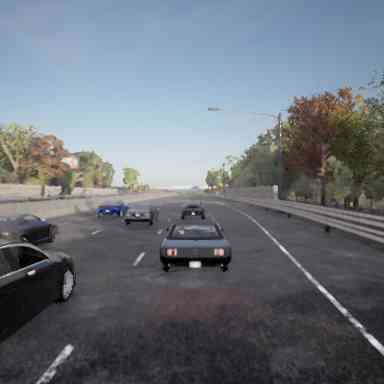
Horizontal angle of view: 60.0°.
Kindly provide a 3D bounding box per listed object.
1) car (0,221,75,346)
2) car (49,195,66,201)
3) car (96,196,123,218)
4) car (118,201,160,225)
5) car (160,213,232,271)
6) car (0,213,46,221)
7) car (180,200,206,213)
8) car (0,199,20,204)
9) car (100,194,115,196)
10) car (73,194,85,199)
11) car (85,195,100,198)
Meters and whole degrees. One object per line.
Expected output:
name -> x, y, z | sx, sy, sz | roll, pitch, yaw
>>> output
car -> -3.415, 1.491, 5.231 | 1.837, 1.490, 4.892 | 0, 1, 0
car -> -28.009, 1.330, 69.487 | 1.882, 1.535, 5.008 | 0, 0, 0
car -> -6.906, 1.400, 29.715 | 1.882, 1.535, 5.008 | 0, 0, 0
car -> -3.407, 1.484, 23.333 | 2.033, 1.411, 5.357 | 0, 0, 0
car -> 0.095, 1.570, 10.767 | 1.895, 1.301, 4.718 | 0, 0, 0
car -> -6.905, 1.526, 13.141 | 1.994, 1.385, 4.181 | 0, 0, 0
car -> 0.093, 1.431, 28.237 | 1.837, 1.490, 4.892 | 0, 0, 0
car -> -17.598, 1.424, 30.896 | 1.837, 1.490, 4.892 | 0, 0, 0
car -> -17.510, 1.201, 71.348 | 1.882, 1.535, 5.008 | 0, 0, 0
car -> -24.510, 1.319, 72.821 | 1.837, 1.490, 4.892 | 0, 0, 0
car -> -21.010, 1.345, 72.822 | 2.128, 1.511, 4.902 | 0, 0, 0
